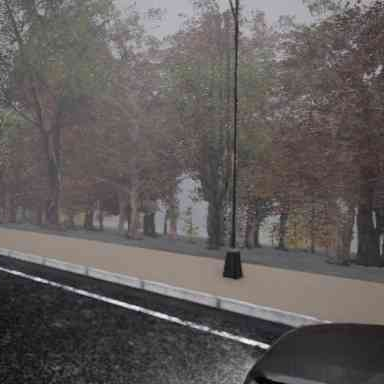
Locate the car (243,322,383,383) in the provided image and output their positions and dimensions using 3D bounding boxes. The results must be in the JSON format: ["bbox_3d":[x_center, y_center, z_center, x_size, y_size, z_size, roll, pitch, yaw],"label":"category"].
[{"bbox_3d":[2.329,1.571,2.026,4.181,1.385,1.994,1,0,36],"label":"car"}]
